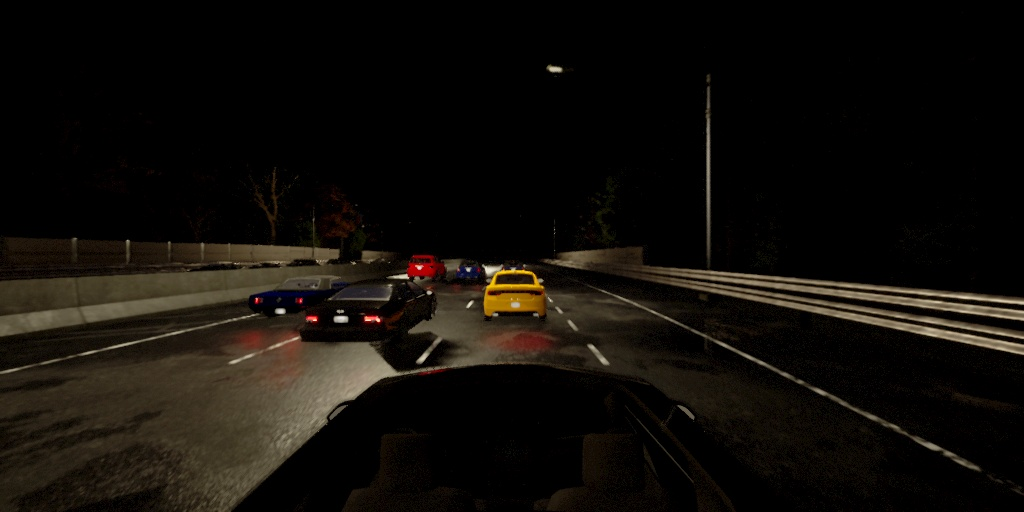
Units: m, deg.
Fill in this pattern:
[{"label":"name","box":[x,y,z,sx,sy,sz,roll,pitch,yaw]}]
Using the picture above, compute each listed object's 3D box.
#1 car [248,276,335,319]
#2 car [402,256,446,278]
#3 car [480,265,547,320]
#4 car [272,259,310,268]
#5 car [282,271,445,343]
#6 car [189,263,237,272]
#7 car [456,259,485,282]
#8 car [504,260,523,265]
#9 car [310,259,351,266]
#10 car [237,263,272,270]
[{"label":"car","box":[-6.898,1.364,12.912,1.895,1.301,4.718,0,0,0]},{"label":"car","box":[-6.897,1.012,29.439,2.150,2.045,5.566,0,0,0]},{"label":"car","box":[0.103,1.240,12.631,1.882,1.535,5.008,0,0,0]},{"label":"car","box":[-21.083,1.155,35.726,2.097,1.767,4.553,0,0,0]},{"label":"car","box":[-3.397,1.306,9.638,2.033,1.411,5.357,0,0,0]},{"label":"car","box":[-28.084,1.348,34.559,2.033,1.411,5.357,0,0,0]},{"label":"car","box":[-3.394,1.143,30.046,2.097,1.767,4.553,0,0,0]},{"label":"car","box":[0.104,1.143,30.042,2.097,1.767,4.553,0,0,0]},{"label":"car","box":[-17.583,1.155,35.733,2.097,1.767,4.553,0,0,0]},{"label":"car","box":[-24.581,1.367,35.745,1.994,1.385,4.181,0,0,0]}]
